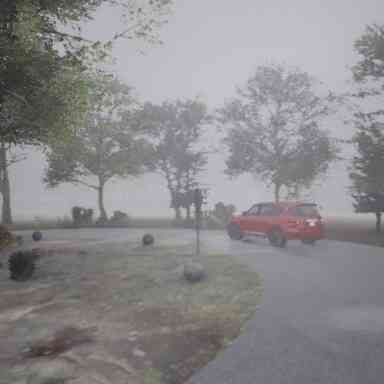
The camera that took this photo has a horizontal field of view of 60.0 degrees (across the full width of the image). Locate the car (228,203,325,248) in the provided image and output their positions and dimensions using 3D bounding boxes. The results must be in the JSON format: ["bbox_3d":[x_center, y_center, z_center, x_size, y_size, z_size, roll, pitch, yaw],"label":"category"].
[{"bbox_3d":[4.026,1.562,16.868,2.150,2.045,5.566,1,-2,-27],"label":"car"}]
